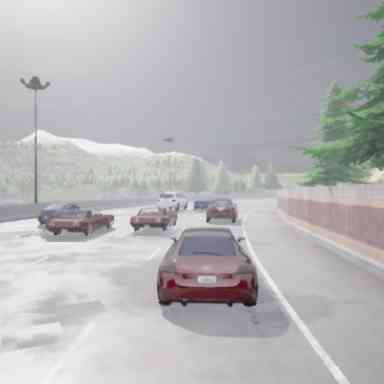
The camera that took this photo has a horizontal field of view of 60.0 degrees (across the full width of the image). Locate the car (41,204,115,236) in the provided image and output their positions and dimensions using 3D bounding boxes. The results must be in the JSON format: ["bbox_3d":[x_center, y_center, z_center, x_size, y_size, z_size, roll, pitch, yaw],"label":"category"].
[{"bbox_3d":[-5.782,1.540,17.946,1.895,1.301,4.718,0,0,7],"label":"car"}]

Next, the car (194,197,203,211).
[{"bbox_3d":[1.582,1.308,37.361,1.882,1.535,5.008,0,0,15],"label":"car"}]

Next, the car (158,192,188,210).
[{"bbox_3d":[-2.073,1.063,37.307,2.150,2.045,5.566,0,0,15],"label":"car"}]

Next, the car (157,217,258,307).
[{"bbox_3d":[0.368,1.527,7.980,1.994,1.385,4.181,0,0,3],"label":"car"}]

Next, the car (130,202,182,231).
[{"bbox_3d":[-2.072,1.520,19.699,1.895,1.301,4.718,0,0,7],"label":"car"}]

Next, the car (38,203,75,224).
[{"bbox_3d":[-8.675,1.452,22.866,1.812,1.442,4.674,0,0,8],"label":"car"}]

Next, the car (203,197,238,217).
[{"bbox_3d":[2.351,1.234,25.079,2.097,1.767,4.553,0,0,10],"label":"car"}]
